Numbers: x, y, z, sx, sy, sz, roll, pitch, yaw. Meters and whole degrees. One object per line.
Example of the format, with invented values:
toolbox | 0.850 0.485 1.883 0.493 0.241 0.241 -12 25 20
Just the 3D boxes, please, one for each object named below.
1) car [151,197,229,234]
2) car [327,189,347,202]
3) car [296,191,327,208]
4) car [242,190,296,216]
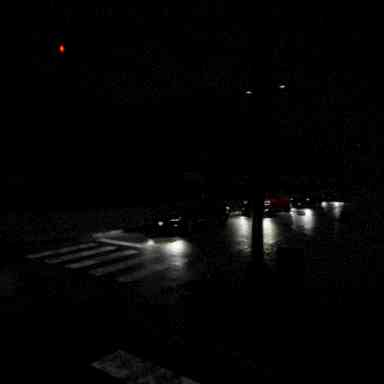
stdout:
car | 0.061 1.054 16.382 1.837 1.490 4.892 1 2 36
car | 16.778 0.328 39.124 1.812 1.442 4.674 1 2 37
car | 10.675 0.668 30.845 1.895 1.301 4.718 1 2 36
car | 5.358 0.658 23.598 2.097 1.767 4.553 1 2 36
